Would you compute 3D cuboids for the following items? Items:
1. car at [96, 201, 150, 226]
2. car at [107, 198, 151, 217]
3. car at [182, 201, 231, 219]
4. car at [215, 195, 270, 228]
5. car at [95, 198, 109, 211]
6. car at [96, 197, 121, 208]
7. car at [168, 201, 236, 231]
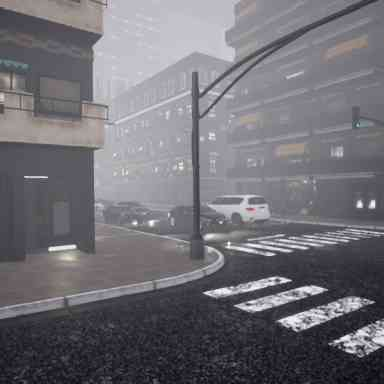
[{"bbox_3d":[-5.191,1.632,24.519,1.947,1.339,4.313,-1,1,-36],"label":"car"},{"bbox_3d":[-5.309,1.540,28.879,1.837,1.490,4.892,-1,1,-36],"label":"car"},{"bbox_3d":[1.189,1.512,29.144,2.008,1.369,4.403,-1,1,-36],"label":"car"},{"bbox_3d":[2.766,1.212,22.767,2.150,2.045,5.566,-1,1,-36],"label":"car"},{"bbox_3d":[-11.356,1.568,37.237,1.812,1.442,4.674,-1,1,-36],"label":"car"},{"bbox_3d":[-11.914,1.519,47.220,1.887,1.381,4.507,-1,1,-36],"label":"car"},{"bbox_3d":[0.258,1.534,21.201,1.837,1.490,4.892,-1,1,-36],"label":"car"}]
